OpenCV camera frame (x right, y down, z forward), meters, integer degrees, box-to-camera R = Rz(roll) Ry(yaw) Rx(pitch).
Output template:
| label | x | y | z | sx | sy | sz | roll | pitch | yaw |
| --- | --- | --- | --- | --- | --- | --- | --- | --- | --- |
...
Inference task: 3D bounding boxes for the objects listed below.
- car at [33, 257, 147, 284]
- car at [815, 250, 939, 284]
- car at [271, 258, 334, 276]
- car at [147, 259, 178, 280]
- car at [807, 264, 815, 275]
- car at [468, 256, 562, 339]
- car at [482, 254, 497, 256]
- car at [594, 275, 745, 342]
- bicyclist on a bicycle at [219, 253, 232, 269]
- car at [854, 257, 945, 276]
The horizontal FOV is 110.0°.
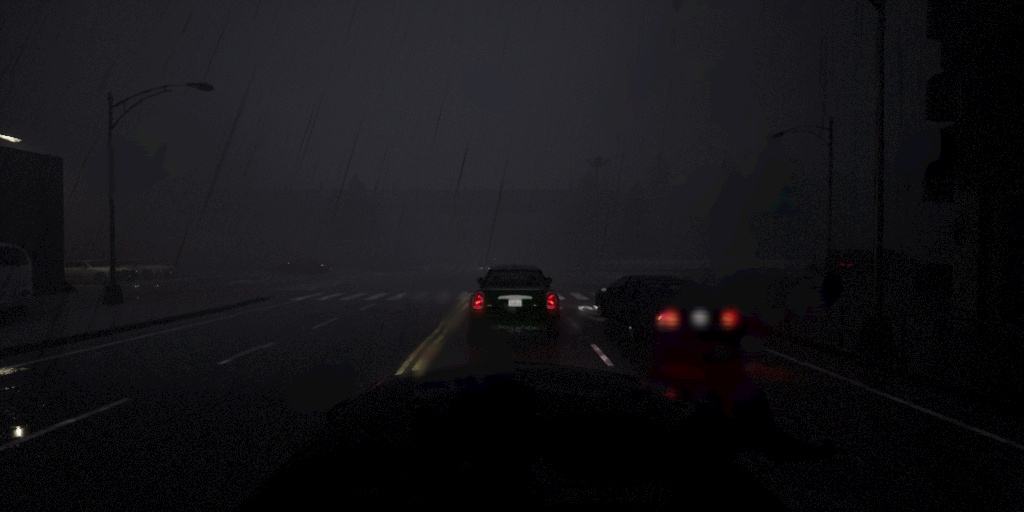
| label | x | y | z | sx | sy | sz | roll | pitch | yaw |
| --- | --- | --- | --- | --- | --- | --- | --- | --- | --- |
| car | -26.128 | 0.953 | 22.308 | 4.674 | 1.442 | 1.812 | 0 | 1 | 0 |
| car | 22.647 | 0.652 | 22.047 | 5.566 | 2.045 | 2.150 | 0 | 0 | 7 |
| car | -17.212 | 0.858 | 29.542 | 4.674 | 1.442 | 1.812 | 0 | 1 | 1 |
| car | -26.906 | 0.908 | 25.817 | 4.674 | 1.442 | 1.812 | 0 | 1 | 0 |
| car | 26.369 | 0.873 | 28.489 | 4.674 | 1.442 | 1.812 | 0 | 1 | 14 |
| car | 0.062 | 0.997 | 9.814 | 2.097 | 1.767 | 4.553 | 0 | 1 | 0 |
| car | -3.577 | 0.622 | 49.482 | 2.128 | 1.511 | 4.902 | 0 | 1 | 0 |
| car | 3.589 | 1.198 | 9.332 | 2.033 | 1.411 | 5.357 | 0 | 1 | 0 |
| bicyclist on a bicycle | -29.416 | 0.541 | 36.791 | 0.582 | 1.620 | 1.656 | 0 | 1 | 0 |
| car | 32.382 | 0.830 | 30.162 | 4.892 | 1.490 | 1.837 | 0 | 0 | 24 |
